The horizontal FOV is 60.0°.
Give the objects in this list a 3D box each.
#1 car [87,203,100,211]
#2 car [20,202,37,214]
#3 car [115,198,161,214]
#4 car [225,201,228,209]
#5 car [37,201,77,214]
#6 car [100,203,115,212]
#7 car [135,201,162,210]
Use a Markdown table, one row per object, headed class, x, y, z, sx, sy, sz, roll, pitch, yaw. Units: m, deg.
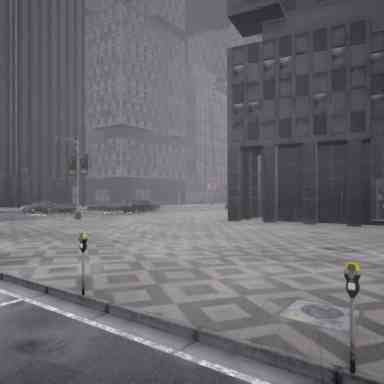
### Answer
| class | x | y | z | sx | sy | sz | roll | pitch | yaw |
| --- | --- | --- | --- | --- | --- | --- | --- | --- | --- |
| car | -13.780 | 2.281 | 51.335 | 1.895 | 1.301 | 4.718 | 0 | -1 | 36 |
| car | -19.644 | 1.981 | 43.158 | 2.128 | 1.511 | 4.902 | 0 | -1 | 36 |
| car | -6.922 | 1.841 | 43.839 | 2.150 | 2.045 | 5.566 | 0 | -1 | 36 |
| car | 8.242 | 2.468 | 64.991 | 2.097 | 1.767 | 4.553 | 0 | -1 | 35 |
| car | -16.659 | 2.058 | 41.763 | 1.994 | 1.385 | 4.181 | 0 | -1 | 35 |
| car | -10.696 | 2.235 | 50.060 | 2.033 | 1.411 | 5.357 | 0 | -1 | 36 |
| car | -7.769 | 2.354 | 59.644 | 1.882 | 1.535 | 5.008 | 0 | -1 | 36 |
